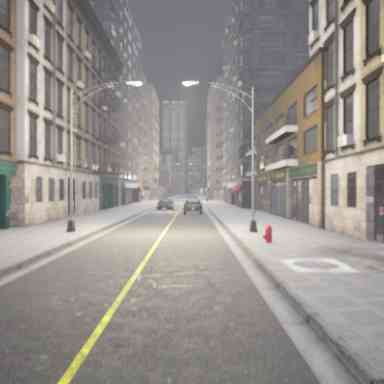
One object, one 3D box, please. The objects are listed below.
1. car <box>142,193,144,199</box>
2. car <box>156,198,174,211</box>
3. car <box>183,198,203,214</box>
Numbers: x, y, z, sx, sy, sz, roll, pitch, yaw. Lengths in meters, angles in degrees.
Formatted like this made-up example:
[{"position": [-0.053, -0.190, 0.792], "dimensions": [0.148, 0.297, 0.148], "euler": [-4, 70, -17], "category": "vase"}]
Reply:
[{"position": [-14.893, 1.116, 85.700], "dimensions": [5.009, 1.841, 2.192], "euler": [0, 0, 0], "category": "car"}, {"position": [-3.052, 1.423, 39.154], "dimensions": [2.033, 1.411, 5.357], "euler": [0, 0, 0], "category": "car"}, {"position": [0.100, 1.379, 33.938], "dimensions": [2.128, 1.511, 4.902], "euler": [0, 0, 0], "category": "car"}]
